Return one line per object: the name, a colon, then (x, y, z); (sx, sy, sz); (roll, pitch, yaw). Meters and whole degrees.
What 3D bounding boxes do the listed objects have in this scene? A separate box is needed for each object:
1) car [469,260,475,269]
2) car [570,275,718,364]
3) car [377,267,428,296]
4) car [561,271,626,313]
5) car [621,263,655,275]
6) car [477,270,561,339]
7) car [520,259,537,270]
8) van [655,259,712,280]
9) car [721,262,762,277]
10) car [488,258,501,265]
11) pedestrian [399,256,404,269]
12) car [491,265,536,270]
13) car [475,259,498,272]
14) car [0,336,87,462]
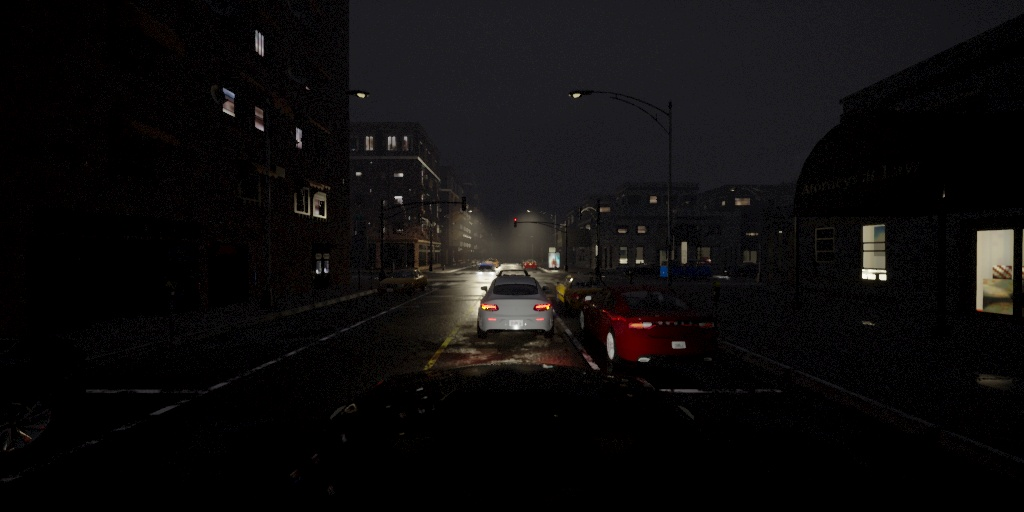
car: (-5.799, 1.330, 57.518); (2.007, 1.370, 4.403); (0, 0, 0)
car: (2.678, 1.295, 7.985); (1.888, 1.381, 4.507); (0, 0, 0)
car: (-5.725, 1.278, 19.197); (1.751, 1.417, 4.829); (0, 0, 0)
car: (2.667, 1.276, 13.852); (1.751, 1.417, 4.829); (0, 0, 0)
car: (13.423, 1.381, 35.949); (4.718, 1.301, 1.895); (0, 0, -1)
car: (0.084, 1.276, 9.999); (1.812, 1.442, 4.674); (0, 0, 0)
car: (2.593, 1.212, 51.850); (1.967, 1.591, 4.097); (0, 0, 0)
van: (14.600, 1.163, 30.172); (3.998, 1.789, 1.690); (0, 0, -1)
car: (23.473, 1.370, 36.041); (4.181, 1.385, 1.994); (0, 0, 0)
car: (-3.181, 1.259, 58.859); (1.882, 1.535, 5.008); (0, 0, 0)
pedestrian: (-12.707, 0.830, 41.234); (0.375, 1.860, 0.375); (0, 0, -1)
car: (0.076, 1.353, 19.110); (1.895, 1.301, 4.718); (0, 0, 0)
car: (-3.290, 1.369, 47.277); (1.895, 1.301, 4.718); (0, 0, 3)
car: (-5.692, 1.316, 2.277); (1.948, 1.339, 4.313); (0, 0, 0)
